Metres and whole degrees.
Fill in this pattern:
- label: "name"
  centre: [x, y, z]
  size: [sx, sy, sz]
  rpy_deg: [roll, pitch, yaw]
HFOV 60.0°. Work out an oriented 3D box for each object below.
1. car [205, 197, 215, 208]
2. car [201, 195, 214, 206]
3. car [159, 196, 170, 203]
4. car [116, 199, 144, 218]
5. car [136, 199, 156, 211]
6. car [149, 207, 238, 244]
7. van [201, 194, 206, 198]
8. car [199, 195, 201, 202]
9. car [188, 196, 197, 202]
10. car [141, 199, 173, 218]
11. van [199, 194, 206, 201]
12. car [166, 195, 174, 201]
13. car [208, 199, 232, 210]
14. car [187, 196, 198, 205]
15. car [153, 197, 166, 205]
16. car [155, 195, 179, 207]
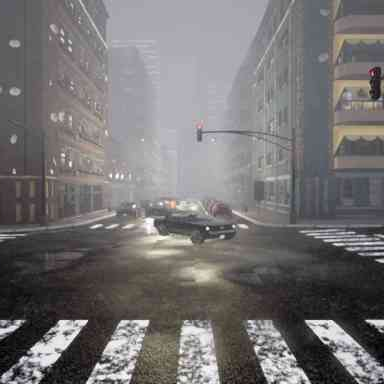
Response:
- label: "car"
  centre: [2.705, 1.570, 35.873]
  size: [1.947, 1.339, 4.313]
  rpy_deg: [0, 0, 0]
- label: "car"
  centre: [2.711, 1.553, 46.919]
  size: [1.887, 1.381, 4.507]
  rpy_deg: [0, 0, 0]
- label: "car"
  centre: [-5.657, 1.604, 69.030]
  size: [1.802, 1.307, 4.206]
  rpy_deg: [0, 0, 0]
- label: "car"
  centre: [-5.679, 1.568, 30.366]
  size: [1.947, 1.339, 4.313]
  rpy_deg: [0, 0, 0]
- label: "car"
  centre: [-5.673, 1.572, 41.413]
  size: [1.947, 1.339, 4.313]
  rpy_deg: [0, 0, 0]
- label: "car"
  centre: [0.017, 1.600, 16.014]
  size: [1.895, 1.301, 4.718]
  rpy_deg: [0, 0, -35]
- label: "van"
  centre: [2.712, 1.353, 52.443]
  size: [1.690, 1.788, 3.998]
  rpy_deg: [0, 0, 0]
- label: "car"
  centre: [2.717, 1.581, 57.967]
  size: [1.947, 1.339, 4.313]
  rpy_deg: [0, 0, 0]
- label: "car"
  centre: [0.040, 1.450, 69.842]
  size: [1.895, 1.301, 4.718]
  rpy_deg: [0, 0, 0]
- label: "car"
  centre: [-3.078, 1.566, 30.262]
  size: [1.994, 1.385, 4.181]
  rpy_deg: [0, 0, 0]
- label: "van"
  centre: [2.730, 1.377, 85.584]
  size: [1.690, 1.788, 3.998]
  rpy_deg: [-1, 0, 0]
- label: "car"
  centre: [-5.649, 1.561, 85.431]
  size: [1.752, 1.417, 4.829]
  rpy_deg: [0, 0, 0]
- label: "car"
  centre: [2.702, 1.584, 30.349]
  size: [1.802, 1.307, 4.206]
  rpy_deg: [0, 0, 0]
- label: "car"
  centre: [0.034, 1.542, 59.806]
  size: [1.812, 1.442, 4.674]
  rpy_deg: [0, 0, 0]
- label: "car"
  centre: [-5.664, 1.560, 57.984]
  size: [1.887, 1.381, 4.507]
  rpy_deg: [0, 0, 0]
- label: "car"
  centre: [-3.057, 1.360, 41.353]
  size: [2.097, 1.767, 4.553]
  rpy_deg: [0, 0, 0]
